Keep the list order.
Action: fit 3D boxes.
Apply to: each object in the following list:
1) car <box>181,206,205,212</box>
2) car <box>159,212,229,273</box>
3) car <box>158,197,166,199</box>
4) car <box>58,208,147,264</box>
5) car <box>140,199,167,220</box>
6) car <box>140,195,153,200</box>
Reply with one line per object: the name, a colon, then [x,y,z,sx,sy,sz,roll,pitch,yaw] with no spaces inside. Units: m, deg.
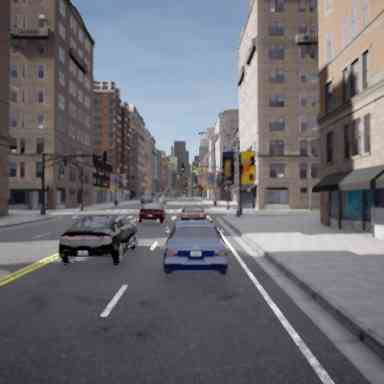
car: [0.097,1.732,25.655,1.895,1.301,4.718,0,0,0]
car: [0.098,1.603,10.807,2.033,1.411,5.357,0,0,0]
car: [-6.509,1.892,71.953,2.128,1.511,4.902,0,0,0]
car: [-3.152,1.555,12.034,2.128,1.511,4.902,0,0,0]
car: [-3.211,1.618,27.326,1.882,1.535,5.008,0,0,-2]
car: [-9.759,1.592,71.925,2.150,2.045,5.566,0,0,0]
